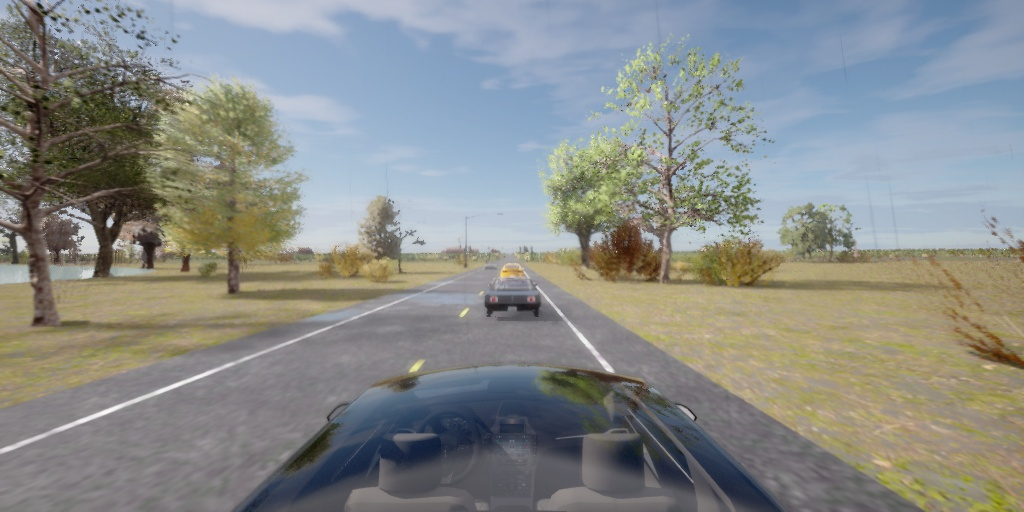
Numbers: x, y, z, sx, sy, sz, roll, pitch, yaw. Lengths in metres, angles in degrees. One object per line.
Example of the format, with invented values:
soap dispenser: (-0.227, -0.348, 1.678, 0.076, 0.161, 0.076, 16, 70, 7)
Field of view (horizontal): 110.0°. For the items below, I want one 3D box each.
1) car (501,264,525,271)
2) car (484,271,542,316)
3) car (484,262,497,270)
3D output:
car: (0.059, 1.412, 30.538, 1.882, 1.535, 5.008, 0, 0, 0)
car: (0.042, 1.431, 13.744, 1.895, 1.301, 4.718, 0, 0, 1)
car: (-3.543, 1.684, 59.527, 1.895, 1.301, 4.718, 0, 0, 1)
